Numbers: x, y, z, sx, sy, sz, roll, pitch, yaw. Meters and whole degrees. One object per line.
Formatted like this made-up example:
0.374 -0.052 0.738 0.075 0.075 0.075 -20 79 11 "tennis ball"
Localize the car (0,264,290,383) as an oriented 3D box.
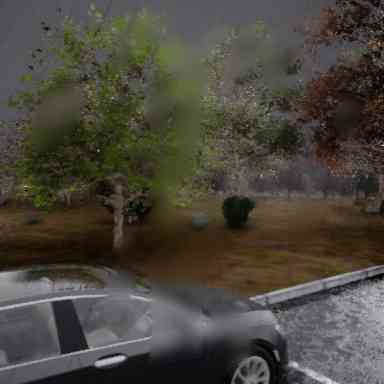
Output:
-1.142 1.488 3.242 4.892 1.521 2.231 1 -1 -33 "car"
